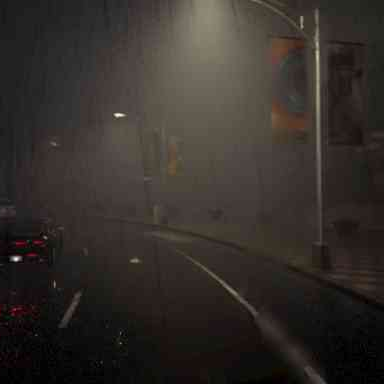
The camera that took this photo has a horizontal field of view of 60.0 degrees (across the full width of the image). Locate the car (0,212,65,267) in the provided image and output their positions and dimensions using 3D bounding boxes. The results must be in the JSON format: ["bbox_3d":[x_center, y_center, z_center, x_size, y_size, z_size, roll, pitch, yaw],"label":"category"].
[{"bbox_3d":[-5.722,1.677,11.786,1.837,1.490,4.892,0,-1,-17],"label":"car"}]

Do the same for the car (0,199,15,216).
[{"bbox_3d":[-18.012,1.687,30.129,5.566,2.045,2.150,-1,-1,41],"label":"car"}]
